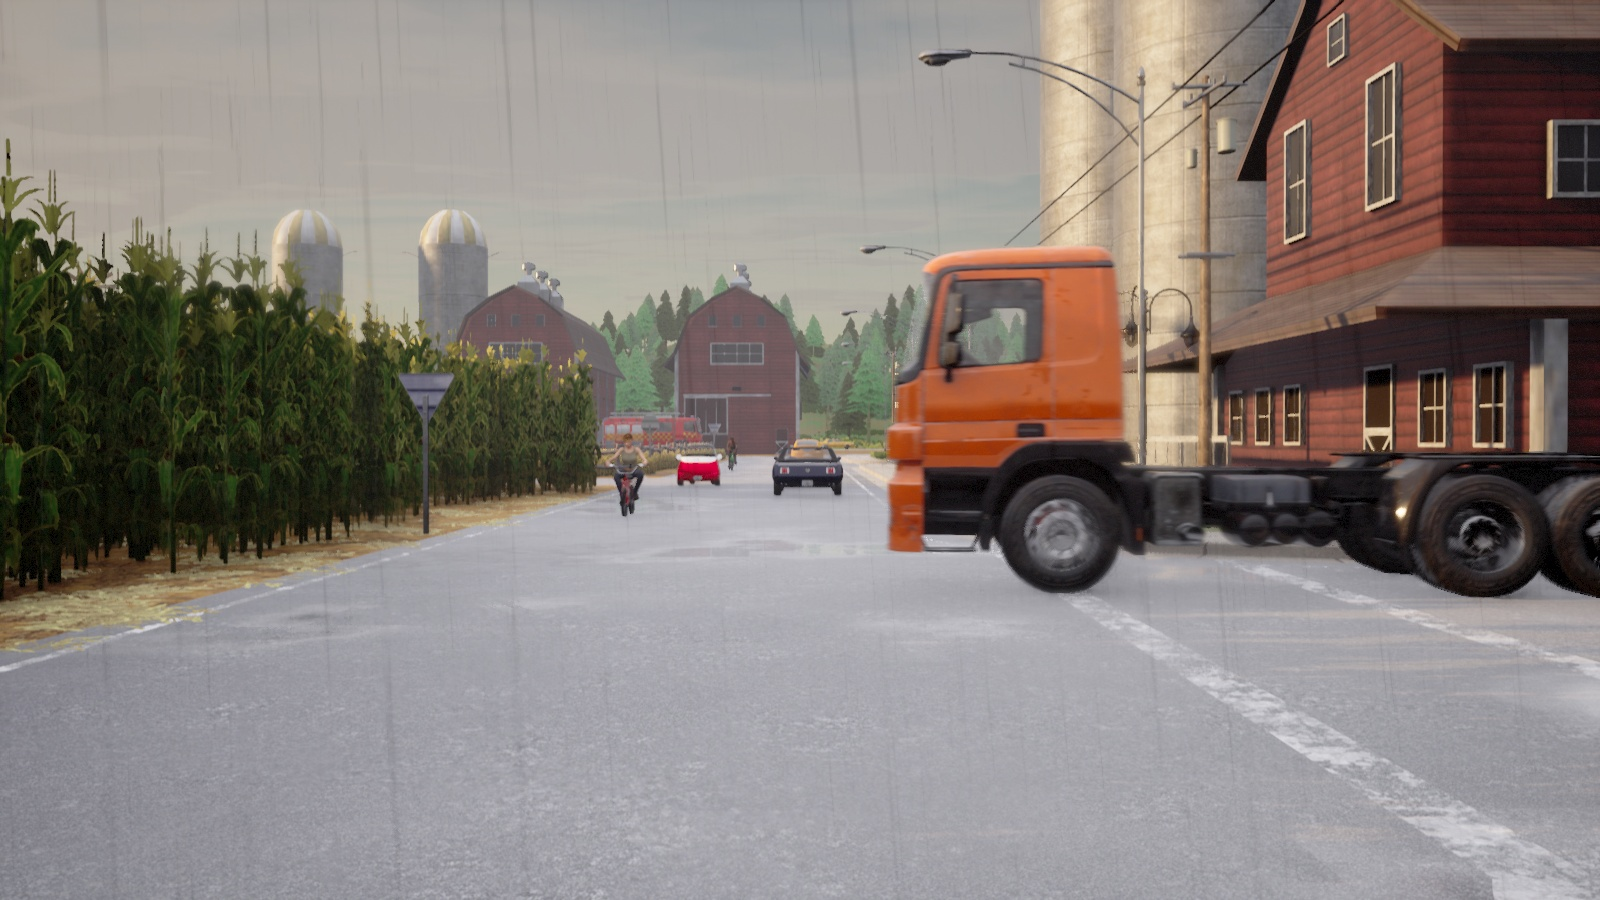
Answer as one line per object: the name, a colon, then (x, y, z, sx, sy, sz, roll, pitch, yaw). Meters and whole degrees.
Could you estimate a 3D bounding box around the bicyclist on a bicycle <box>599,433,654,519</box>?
bicyclist on a bicycle: (-3.355, 0.488, 24.390, 0.866, 1.612, 1.509, 0, 0, 0)

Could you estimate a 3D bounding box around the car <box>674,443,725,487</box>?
car: (-3.255, 0.476, 41.009, 1.481, 1.376, 2.207, 0, 0, 0)

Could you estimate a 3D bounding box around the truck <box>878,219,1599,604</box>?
truck: (4.849, -0.354, 13.011, 7.936, 3.462, 2.891, 0, 0, 7)

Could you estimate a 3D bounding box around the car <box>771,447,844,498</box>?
car: (0.211, 0.573, 34.894, 1.895, 1.301, 4.718, 0, 0, 0)

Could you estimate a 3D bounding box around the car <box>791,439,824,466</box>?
car: (0.437, 0.133, 75.277, 1.882, 1.535, 5.008, 0, 0, 0)
